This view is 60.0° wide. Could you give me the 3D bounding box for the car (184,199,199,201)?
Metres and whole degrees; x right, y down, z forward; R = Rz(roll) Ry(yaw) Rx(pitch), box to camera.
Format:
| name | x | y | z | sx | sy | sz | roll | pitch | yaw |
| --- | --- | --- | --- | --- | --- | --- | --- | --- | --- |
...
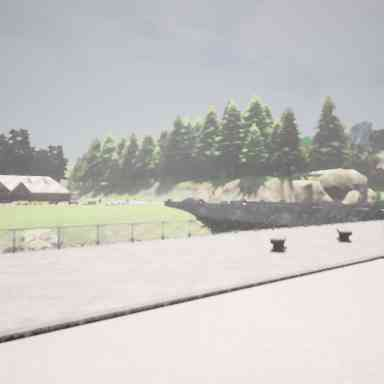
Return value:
| name | x | y | z | sx | sy | sz | roll | pitch | yaw |
| --- | --- | --- | --- | --- | --- | --- | --- | --- | --- |
| car | 0.354 | 1.544 | 65.800 | 2.033 | 1.411 | 5.357 | 1 | 0 | -35 |
